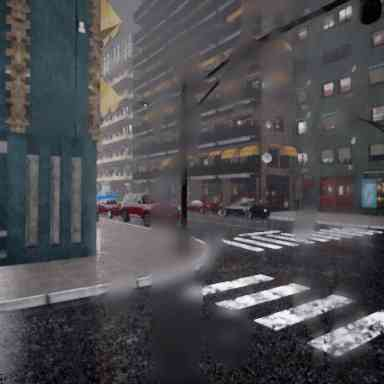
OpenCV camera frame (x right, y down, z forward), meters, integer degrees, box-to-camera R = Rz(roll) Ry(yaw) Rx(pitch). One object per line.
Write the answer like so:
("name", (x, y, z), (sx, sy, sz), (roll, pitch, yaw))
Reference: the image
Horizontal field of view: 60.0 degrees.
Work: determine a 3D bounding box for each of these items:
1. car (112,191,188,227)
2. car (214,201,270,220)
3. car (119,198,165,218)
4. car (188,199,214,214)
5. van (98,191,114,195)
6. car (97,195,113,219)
("car", (-2.734, 1.031, 20.696), (2.192, 1.841, 5.009), (2, 0, -36))
("car", (4.054, 1.348, 25.599), (1.947, 1.339, 4.313), (2, 0, -36))
("car", (-4.109, 1.215, 26.953), (1.994, 1.385, 4.181), (1, 1, -36))
("car", (0.773, 1.283, 30.101), (1.802, 1.307, 4.206), (2, 0, -36))
("van", (-12.344, 0.721, 48.110), (1.690, 1.788, 3.998), (2, 0, -36))
("car", (-6.021, 1.180, 25.198), (1.887, 1.381, 4.507), (2, 0, -36))
